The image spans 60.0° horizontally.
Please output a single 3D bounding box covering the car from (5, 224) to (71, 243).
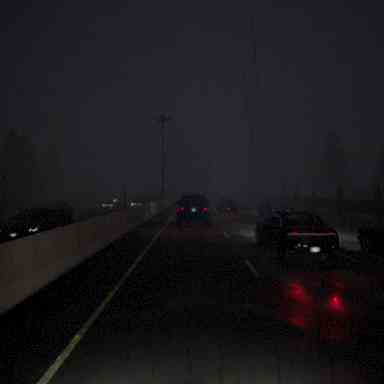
[{"bbox_3d":[-7.102,1.459,15.596,1.837,1.490,4.892,0,0,0],"label":"car"}]

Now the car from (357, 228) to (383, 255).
[{"bbox_3d":[7.099,1.570,10.328,1.895,1.301,4.718,0,0,0],"label":"car"}]

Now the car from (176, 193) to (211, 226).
[{"bbox_3d":[0.099,1.156,22.708,2.150,2.045,5.566,0,0,0],"label":"car"}]

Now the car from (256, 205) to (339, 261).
[{"bbox_3d":[3.598,1.455,12.128,2.128,1.511,4.902,0,0,0],"label":"car"}]

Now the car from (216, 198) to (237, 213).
[{"bbox_3d":[3.595,1.388,35.045,2.128,1.511,4.902,0,0,0],"label":"car"}]

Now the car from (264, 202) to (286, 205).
[{"bbox_3d":[7.096,1.515,28.797,1.895,1.301,4.718,0,0,0],"label":"car"}]

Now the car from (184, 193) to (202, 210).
[{"bbox_3d":[0.094,1.100,41.165,2.150,2.045,5.566,0,0,0],"label":"car"}]
